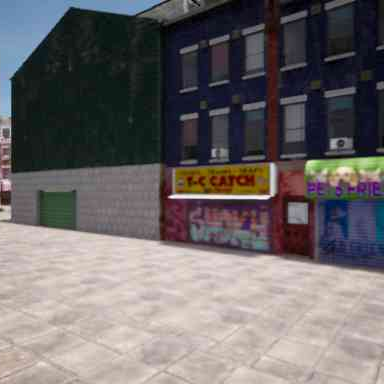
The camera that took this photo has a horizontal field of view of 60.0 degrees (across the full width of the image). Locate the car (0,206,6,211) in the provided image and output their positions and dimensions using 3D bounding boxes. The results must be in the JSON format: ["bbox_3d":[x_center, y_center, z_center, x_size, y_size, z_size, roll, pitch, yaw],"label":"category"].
[{"bbox_3d":[-20.017,1.385,30.891,1.752,1.417,4.829,0,-1,35],"label":"car"}]
